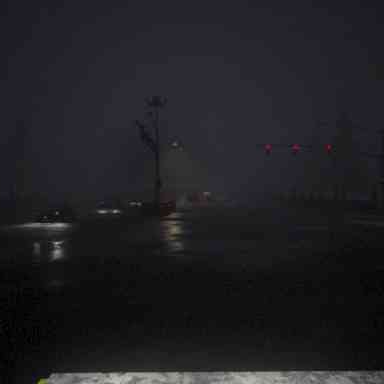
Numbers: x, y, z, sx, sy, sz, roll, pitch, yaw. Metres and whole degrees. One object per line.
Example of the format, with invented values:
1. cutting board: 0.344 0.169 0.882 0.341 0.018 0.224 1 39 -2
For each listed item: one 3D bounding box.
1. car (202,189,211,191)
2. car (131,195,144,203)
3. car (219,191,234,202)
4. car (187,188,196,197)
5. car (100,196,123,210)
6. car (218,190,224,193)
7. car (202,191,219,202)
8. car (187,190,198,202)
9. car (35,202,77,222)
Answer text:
1. car: 3.427 0.038 77.970 2.097 1.767 4.553 0 7 0
2. car: -10.545 1.233 64.544 2.033 1.411 5.357 0 3 0
3. car: 7.078 1.130 66.179 1.812 1.442 4.674 0 3 0
4. car: -0.074 0.184 78.152 2.128 1.511 4.902 0 7 0
5. car: -10.553 1.351 43.690 2.097 1.767 4.553 0 0 0
6. car: 6.927 0.206 77.999 1.812 1.442 4.674 0 7 0
7. car: 3.576 1.112 65.873 2.128 1.511 4.902 0 3 0
8. car: 0.080 0.973 65.840 2.097 1.767 4.553 0 3 0
9. car: -10.566 1.525 26.262 1.812 1.442 4.674 0 0 0
